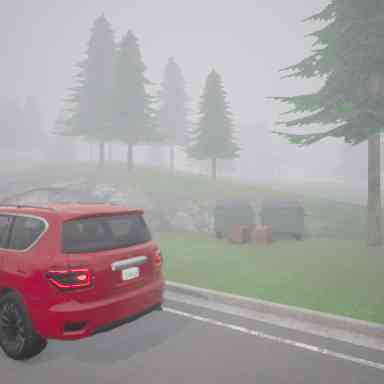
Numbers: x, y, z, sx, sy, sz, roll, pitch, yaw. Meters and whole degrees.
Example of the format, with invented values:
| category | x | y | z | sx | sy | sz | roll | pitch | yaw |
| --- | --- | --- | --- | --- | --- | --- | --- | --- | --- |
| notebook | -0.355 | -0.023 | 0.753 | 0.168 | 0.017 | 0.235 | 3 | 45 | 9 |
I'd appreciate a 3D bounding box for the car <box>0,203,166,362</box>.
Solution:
| category | x | y | z | sx | sy | sz | roll | pitch | yaw |
| --- | --- | --- | --- | --- | --- | --- | --- | --- | --- |
| car | -3.026 | 1.221 | 6.151 | 5.566 | 2.045 | 2.150 | 0 | 0 | 36 |
